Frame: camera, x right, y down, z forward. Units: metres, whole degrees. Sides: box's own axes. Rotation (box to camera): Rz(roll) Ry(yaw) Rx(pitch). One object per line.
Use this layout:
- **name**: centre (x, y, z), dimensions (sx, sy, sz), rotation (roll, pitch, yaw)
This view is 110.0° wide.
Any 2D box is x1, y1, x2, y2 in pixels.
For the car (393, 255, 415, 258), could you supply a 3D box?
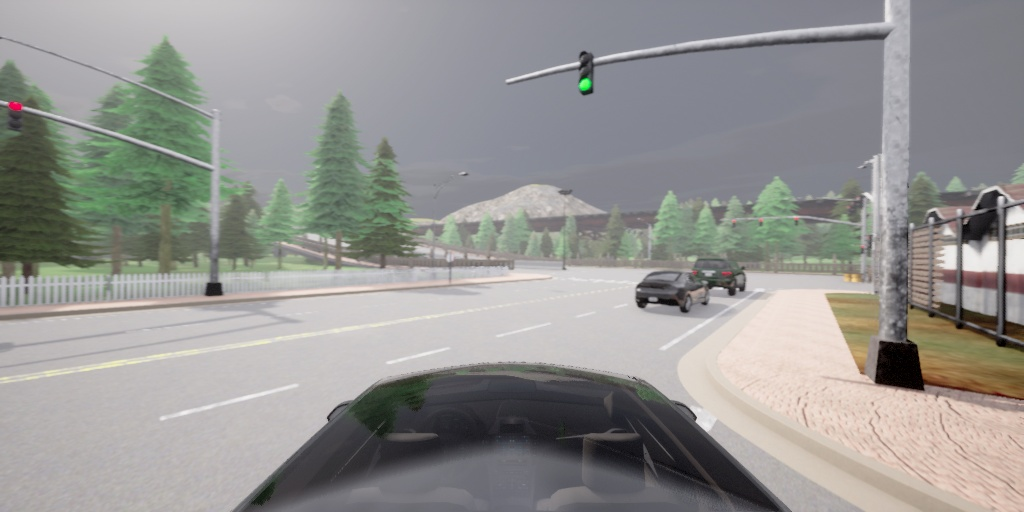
- **car**: centre (-19.291, -0.044, 61.079), dimensions (4.553, 1.767, 2.097), rotation (7, 4, 38)

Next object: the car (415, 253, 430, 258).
- **car**: centre (-16.194, 0.293, 63.108), dimensions (5.357, 1.411, 2.033), rotation (7, 4, 39)

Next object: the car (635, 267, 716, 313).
- **car**: centre (6.685, 1.359, 14.777), dimensions (1.837, 1.490, 4.892), rotation (1, 0, 41)

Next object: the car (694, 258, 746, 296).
- **car**: centre (12.325, 1.150, 21.326), dimensions (2.150, 2.045, 5.566), rotation (1, 0, 41)

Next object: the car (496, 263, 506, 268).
- **car**: centre (-2.624, 1.304, 52.455), dimensions (4.718, 1.301, 1.895), rotation (1, 0, 38)

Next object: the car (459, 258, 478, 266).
- **car**: centre (-6.725, 1.107, 51.214), dimensions (4.902, 1.511, 2.128), rotation (2, 1, 38)
